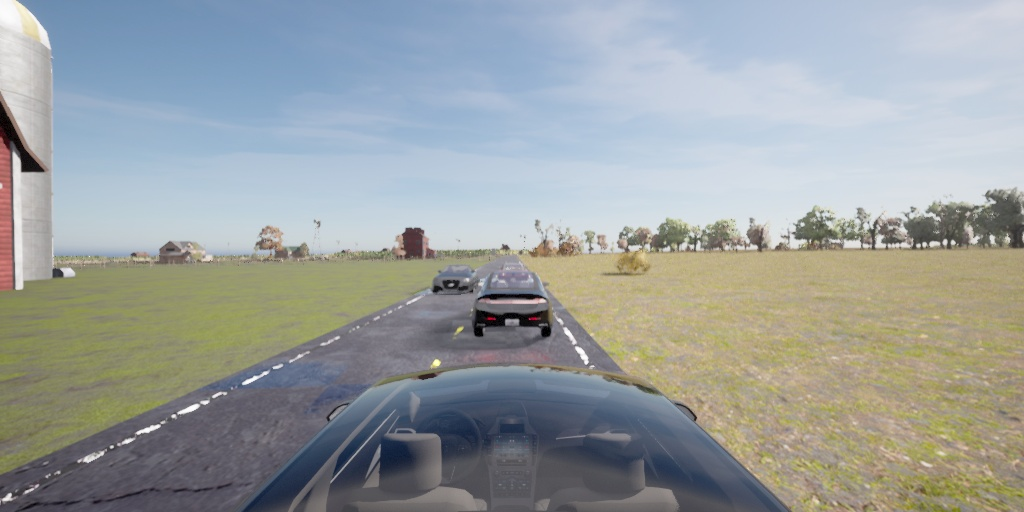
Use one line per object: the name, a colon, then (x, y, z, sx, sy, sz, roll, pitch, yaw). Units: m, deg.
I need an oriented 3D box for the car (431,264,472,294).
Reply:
car: (-2.805, 1.129, 18.506, 1.994, 1.385, 4.181, 0, 1, 0)

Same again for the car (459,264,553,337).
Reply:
car: (0.030, 1.151, 9.915, 2.128, 1.511, 4.902, 0, 1, 1)
